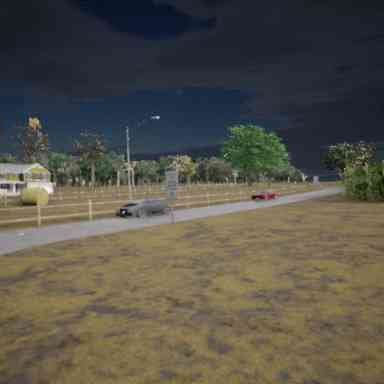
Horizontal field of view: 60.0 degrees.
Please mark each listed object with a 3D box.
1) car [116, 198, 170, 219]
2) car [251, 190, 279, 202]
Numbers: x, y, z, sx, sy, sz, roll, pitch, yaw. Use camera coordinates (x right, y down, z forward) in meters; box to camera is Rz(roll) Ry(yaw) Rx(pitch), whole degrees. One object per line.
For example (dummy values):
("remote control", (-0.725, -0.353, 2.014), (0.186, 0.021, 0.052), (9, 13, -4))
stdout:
("car", (-3.487, 1.132, 24.141), (1.994, 1.385, 4.181), (-2, 1, 36))
("car", (9.163, 0.458, 41.861), (1.895, 1.301, 4.718), (-2, 1, 36))
